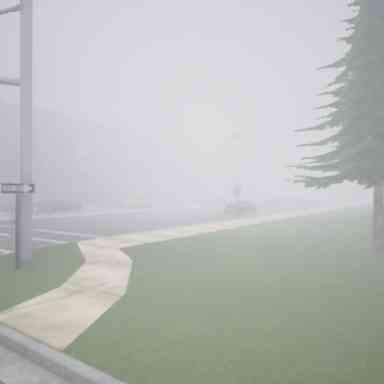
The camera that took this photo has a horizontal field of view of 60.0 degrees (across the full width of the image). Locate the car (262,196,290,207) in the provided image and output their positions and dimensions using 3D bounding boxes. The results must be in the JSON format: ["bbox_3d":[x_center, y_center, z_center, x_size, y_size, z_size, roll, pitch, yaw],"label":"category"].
[{"bbox_3d":[12.394,1.472,49.280,1.812,1.442,4.674,0,0,36],"label":"car"}]

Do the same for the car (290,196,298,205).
[{"bbox_3d":[18.244,1.437,57.714,2.128,1.511,4.902,0,0,35],"label":"car"}]

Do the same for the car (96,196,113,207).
[{"bbox_3d":[-11.467,1.399,47.707,1.837,1.490,4.892,0,0,35],"label":"car"}]

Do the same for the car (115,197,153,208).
[{"bbox_3d":[-8.003,1.451,46.566,2.033,1.411,5.357,0,0,35],"label":"car"}]

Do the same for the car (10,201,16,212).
[{"bbox_3d":[-15.973,1.382,35.195,1.882,1.535,5.008,0,0,35],"label":"car"}]

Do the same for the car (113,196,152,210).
[{"bbox_3d":[-7.121,1.265,41.726,2.097,1.767,4.553,0,0,35],"label":"car"}]

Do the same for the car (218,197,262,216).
[{"bbox_3d":[4.737,1.483,32.179,1.812,1.442,4.674,0,0,35],"label":"car"}]

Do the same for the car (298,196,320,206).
[{"bbox_3d":[18.548,1.556,51.914,1.895,1.301,4.718,0,0,35],"label":"car"}]

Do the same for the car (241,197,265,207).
[{"bbox_3d":[9.530,1.462,51.293,1.812,1.442,4.674,0,0,36],"label":"car"}]

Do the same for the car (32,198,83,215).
[{"bbox_3d":[-13.235,1.406,33.005,2.128,1.511,4.902,0,0,35],"label":"car"}]

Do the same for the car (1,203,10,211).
[{"bbox_3d":[-18.776,1.420,37.309,1.812,1.442,4.674,0,0,36],"label":"car"}]

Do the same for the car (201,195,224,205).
[{"bbox_3d":[4.083,1.264,57.587,2.097,1.767,4.553,0,0,35],"label":"car"}]

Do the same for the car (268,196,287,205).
[{"bbox_3d":[15.391,1.440,59.743,1.837,1.490,4.892,0,0,35],"label":"car"}]

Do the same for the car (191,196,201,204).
[{"bbox_3d":[2.322,1.468,61.141,1.994,1.385,4.181,0,0,35],"label":"car"}]

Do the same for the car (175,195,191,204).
[{"bbox_3d":[-1.250,1.371,62.163,1.882,1.535,5.008,0,0,35],"label":"car"}]
